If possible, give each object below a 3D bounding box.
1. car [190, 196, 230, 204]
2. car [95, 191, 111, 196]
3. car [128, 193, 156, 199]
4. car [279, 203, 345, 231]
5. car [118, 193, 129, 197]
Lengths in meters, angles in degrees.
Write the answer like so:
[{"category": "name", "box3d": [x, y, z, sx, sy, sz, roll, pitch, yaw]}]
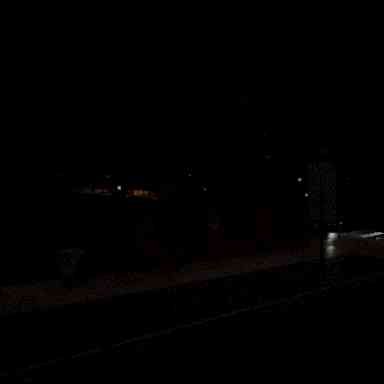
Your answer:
[{"category": "car", "box3d": [1.616, 1.127, 29.007, 2.097, 1.767, 4.553, -1, 2, -35]}, {"category": "car", "box3d": [-16.150, 0.550, 59.951, 2.128, 1.511, 4.902, -1, 2, -35]}, {"category": "car", "box3d": [-5.376, 1.057, 39.179, 1.812, 1.442, 4.674, -1, 2, -35]}, {"category": "car", "box3d": [7.150, 1.475, 21.056, 1.837, 1.490, 4.892, -1, 2, -36]}, {"category": "car", "box3d": [-10.120, 0.802, 51.233, 2.033, 1.411, 5.357, -1, 2, -35]}]
